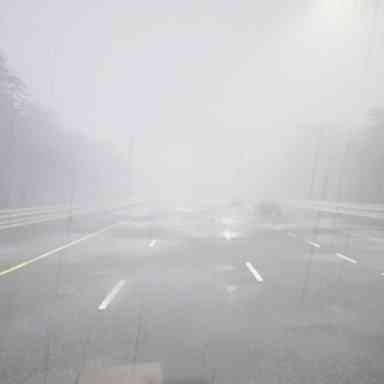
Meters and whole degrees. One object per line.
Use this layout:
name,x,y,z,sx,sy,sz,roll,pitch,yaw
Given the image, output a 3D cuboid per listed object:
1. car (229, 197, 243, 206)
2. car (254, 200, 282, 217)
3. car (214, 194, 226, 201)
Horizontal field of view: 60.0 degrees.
car,7.165,1.586,54.076,2.033,1.411,5.357,0,0,0
car,7.058,1.528,31.348,1.837,1.490,4.892,0,0,0
car,7.395,1.395,84.178,2.097,1.767,4.553,0,0,1
